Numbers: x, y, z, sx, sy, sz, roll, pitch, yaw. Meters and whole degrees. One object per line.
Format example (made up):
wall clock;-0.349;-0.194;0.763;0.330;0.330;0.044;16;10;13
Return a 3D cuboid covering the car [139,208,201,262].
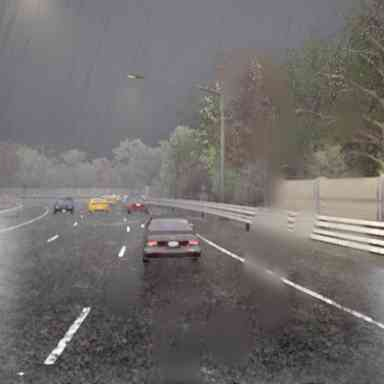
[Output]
car;-0.855;1.536;12.054;2.033;1.411;5.357;0;0;-7

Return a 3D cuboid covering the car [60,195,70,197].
car;-28.194;1.426;73.424;1.837;1.490;4.892;0;0;-43

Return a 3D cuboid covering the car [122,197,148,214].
car;-6.006;1.317;34.702;2.097;1.767;4.553;0;0;-19

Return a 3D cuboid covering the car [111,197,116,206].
car;-13.250;1.425;52.279;1.882;1.535;5.008;0;0;-25

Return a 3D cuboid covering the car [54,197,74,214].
car;-13.704;1.565;35.681;1.895;1.301;4.718;0;0;-20

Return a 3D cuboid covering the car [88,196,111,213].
car;-10.522;1.440;37.054;1.882;1.535;5.008;0;0;-20
